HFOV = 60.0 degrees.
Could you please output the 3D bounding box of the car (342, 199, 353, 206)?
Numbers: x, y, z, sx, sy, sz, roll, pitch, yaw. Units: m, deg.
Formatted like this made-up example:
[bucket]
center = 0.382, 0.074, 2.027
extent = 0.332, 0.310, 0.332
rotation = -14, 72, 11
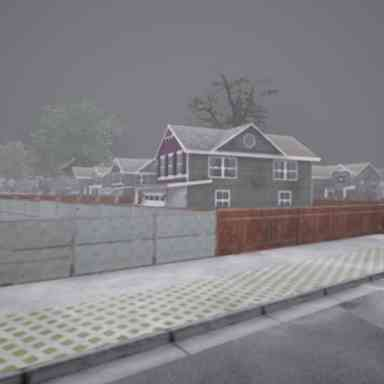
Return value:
[car]
center = 18.802, 1.647, 38.526
extent = 1.837, 1.490, 4.892
rotation = 1, 0, -24
